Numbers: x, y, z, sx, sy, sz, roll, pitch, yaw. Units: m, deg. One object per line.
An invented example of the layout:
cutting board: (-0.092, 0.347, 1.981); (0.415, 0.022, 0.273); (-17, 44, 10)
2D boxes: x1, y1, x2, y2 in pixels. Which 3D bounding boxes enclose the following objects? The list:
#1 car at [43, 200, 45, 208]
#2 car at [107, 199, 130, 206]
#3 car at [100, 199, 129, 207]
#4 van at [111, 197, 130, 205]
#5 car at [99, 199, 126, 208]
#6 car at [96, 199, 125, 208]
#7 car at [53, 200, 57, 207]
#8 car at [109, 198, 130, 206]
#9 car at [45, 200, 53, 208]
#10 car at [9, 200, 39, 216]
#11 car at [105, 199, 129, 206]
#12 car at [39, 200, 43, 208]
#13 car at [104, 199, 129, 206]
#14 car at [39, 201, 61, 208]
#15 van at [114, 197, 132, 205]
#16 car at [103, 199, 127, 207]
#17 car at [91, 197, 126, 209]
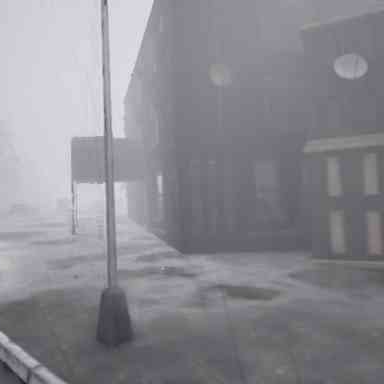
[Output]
car: (-34.200, 2.920, 70.103); (4.792, 1.488, 2.163); (-2, -1, -28)
car: (-17.336, 2.409, 78.387); (4.892, 1.521, 2.231); (-1, -1, -28)
car: (-15.584, 2.177, 66.852); (5.366, 1.575, 1.946); (-1, -1, -28)
van: (-18.644, 2.357, 87.048); (4.442, 1.987, 1.878); (-1, -1, -28)
car: (-15.342, 2.165, 63.853); (4.674, 1.452, 2.002); (-1, -1, -28)
car: (-14.939, 2.070, 60.949); (4.892, 1.521, 2.231); (-1, -1, -28)
car: (-35.404, 3.091, 78.855); (4.792, 1.488, 2.163); (-2, -1, -28)
car: (-17.714, 2.339, 81.304); (4.553, 1.767, 2.185); (-1, -1, -28)
car: (-34.959, 2.876, 75.969); (4.553, 1.767, 2.185); (-2, -1, -28)
car: (-19.180, 1.881, 37.706); (1.837, 1.490, 4.892); (-2, 0, -12)
car: (-16.967, 2.381, 75.463); (4.792, 1.488, 2.163); (-1, -1, -28)
car: (-33.766, 2.581, 67.224); (5.566, 2.045, 2.435); (-2, -1, -28)
car: (-16.532, 2.295, 72.570); (4.892, 1.521, 2.231); (-1, -1, -28)
car: (-36.172, 3.178, 84.703); (4.892, 1.521, 2.231); (-2, -1, -28)
van: (-19.241, 2.478, 92.976); (4.442, 1.987, 1.878); (-1, -1, -28)
car: (-16.140, 2.278, 69.666); (4.674, 1.452, 2.002); (-1, -1, -28)
car: (-14.151, 1.957, 55.140); (4.892, 1.521, 2.231); (-1, -1, -28)
